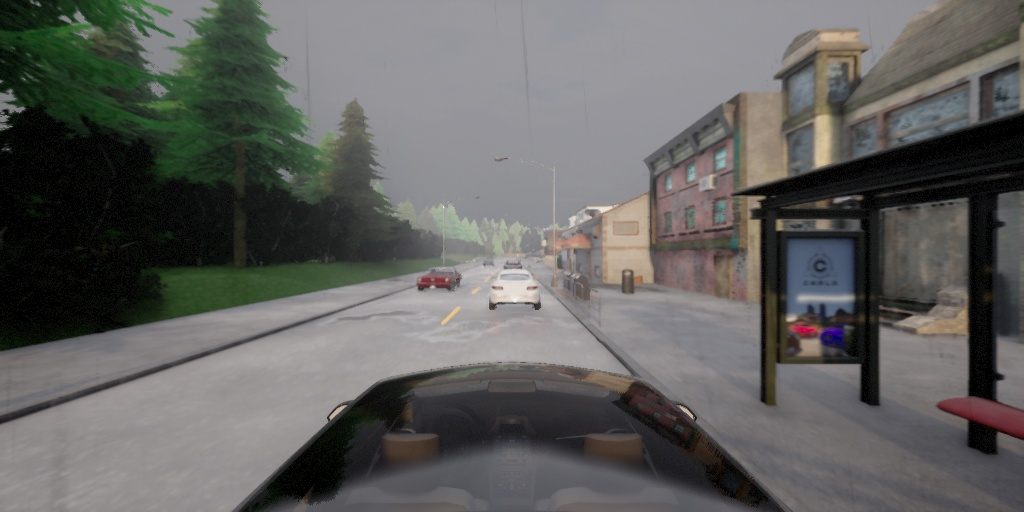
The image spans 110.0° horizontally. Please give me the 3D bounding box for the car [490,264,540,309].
[{"bbox_3d":[0.106,1.242,14.514,1.812,1.442,4.674,0,0,0],"label":"car"}]

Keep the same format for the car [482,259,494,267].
[{"bbox_3d":[-4.013,1.141,61.761,2.033,1.411,5.357,0,0,1],"label":"car"}]

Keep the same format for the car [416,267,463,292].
[{"bbox_3d":[-4.092,1.301,20.777,1.895,1.301,4.718,0,0,0],"label":"car"}]

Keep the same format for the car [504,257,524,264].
[{"bbox_3d":[0.112,1.150,36.866,2.128,1.511,4.902,0,0,0],"label":"car"}]
